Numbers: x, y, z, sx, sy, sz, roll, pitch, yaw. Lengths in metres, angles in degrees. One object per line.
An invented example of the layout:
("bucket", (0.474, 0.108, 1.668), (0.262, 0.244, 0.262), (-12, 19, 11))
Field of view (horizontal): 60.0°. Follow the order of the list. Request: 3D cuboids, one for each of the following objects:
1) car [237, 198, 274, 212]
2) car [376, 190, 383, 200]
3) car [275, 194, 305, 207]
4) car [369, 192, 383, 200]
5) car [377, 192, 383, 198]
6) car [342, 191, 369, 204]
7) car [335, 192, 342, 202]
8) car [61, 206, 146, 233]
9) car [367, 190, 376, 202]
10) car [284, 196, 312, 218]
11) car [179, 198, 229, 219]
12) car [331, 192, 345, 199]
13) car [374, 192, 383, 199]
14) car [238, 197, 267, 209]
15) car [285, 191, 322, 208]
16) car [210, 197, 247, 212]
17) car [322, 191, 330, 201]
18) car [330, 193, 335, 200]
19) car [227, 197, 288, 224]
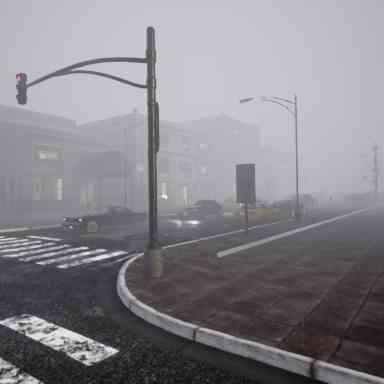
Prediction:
("car", (6.741, 1.308, 34.844), (1.895, 1.301, 4.718), (-1, 0, 36))
("car", (33.621, 0.570, 61.946), (2.192, 1.841, 5.009), (-1, 0, 36))
("car", (12.690, 1.103, 42.966), (2.128, 1.511, 4.902), (-1, 0, 36))
("car", (36.880, 0.770, 66.420), (1.947, 1.339, 4.313), (-1, 0, 36))
("car", (43.217, 0.652, 75.115), (1.887, 1.381, 4.507), (-1, 0, 36))
("car", (22.899, 0.898, 46.460), (1.882, 1.535, 5.008), (-1, 0, 36))
("car", (26.620, 0.867, 56.747), (2.128, 1.511, 4.902), (-1, 0, 36))
("car", (-4.908, 1.495, 18.950), (1.895, 1.301, 4.718), (-1, 0, 38))
("car", (27.023, 0.860, 52.117), (1.837, 1.490, 4.892), (-1, 0, 36))
("car", (7.576, 1.217, 26.159), (2.008, 1.369, 4.403), (-1, 0, 36))
("car", (0.865, 1.327, 26.779), (1.812, 1.442, 4.674), (-1, 0, 36))
("car", (33.362, 0.743, 75.826), (1.967, 1.590, 4.097), (-1, 0, 36))
("car", (40.136, 0.720, 70.893), (1.947, 1.339, 4.313), (-1, 0, 36))
("car", (7.316, 1.293, 40.039), (1.802, 1.307, 4.206), (-1, 0, 36))
("car", (12.653, 0.950, 37.550), (2.097, 1.767, 4.553), (-1, 0, 36))
("car", (3.960, 1.290, 35.428), (1.752, 1.417, 4.829), (-1, 0, 36))
("car", (23.592, 0.769, 62.406), (2.192, 1.841, 5.009), (-1, 0, 36))
("car", (30.107, 0.935, 71.353), (1.802, 1.307, 4.206), (-1, 0, 36))
("car", (4.420, 1.242, 21.823), (1.752, 1.417, 4.829), (-1, 0, 36))
